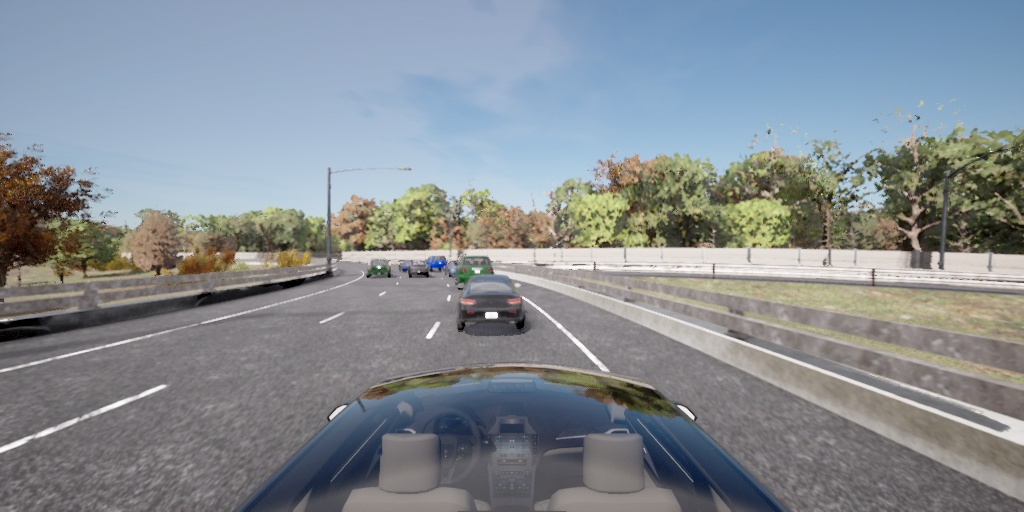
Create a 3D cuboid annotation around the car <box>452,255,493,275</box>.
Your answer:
[{"bbox_3d":[-2.492,0.968,23.095,2.150,2.045,5.566,0,0,-11],"label":"car"}]

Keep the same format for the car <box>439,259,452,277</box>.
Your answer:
[{"bbox_3d":[-5.563,1.289,35.123,2.033,1.411,5.357,0,0,-18],"label":"car"}]

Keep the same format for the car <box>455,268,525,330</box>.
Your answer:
[{"bbox_3d":[-0.686,1.273,11.002,1.812,1.442,4.674,0,0,-5],"label":"car"}]

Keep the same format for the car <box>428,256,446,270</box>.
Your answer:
[{"bbox_3d":[-9.929,0.962,46.596,2.150,2.045,5.566,0,0,-23],"label":"car"}]

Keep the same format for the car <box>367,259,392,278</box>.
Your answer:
[{"bbox_3d":[-12.856,1.100,34.879,2.097,1.767,4.553,0,0,-18],"label":"car"}]

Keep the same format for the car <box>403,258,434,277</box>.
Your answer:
[{"bbox_3d":[-9.206,1.235,34.984,2.128,1.511,4.902,0,0,-18],"label":"car"}]

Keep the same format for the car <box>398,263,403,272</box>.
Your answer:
[{"bbox_3d":[-13.171,1.307,45.234,1.994,1.385,4.181,0,0,-25],"label":"car"}]
